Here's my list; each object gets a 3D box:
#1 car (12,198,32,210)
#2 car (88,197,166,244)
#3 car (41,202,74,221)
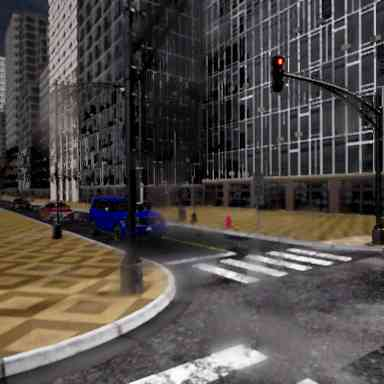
[{"bbox_3d":[-22.486,1.567,43.825,1.837,1.490,4.892,-1,0,-35],"label":"car"},{"bbox_3d":[-3.463,1.269,16.775,2.150,2.045,5.566,-1,0,-35],"label":"car"},{"bbox_3d":[-11.336,1.577,27.909,1.812,1.442,4.674,-1,0,-36],"label":"car"}]
